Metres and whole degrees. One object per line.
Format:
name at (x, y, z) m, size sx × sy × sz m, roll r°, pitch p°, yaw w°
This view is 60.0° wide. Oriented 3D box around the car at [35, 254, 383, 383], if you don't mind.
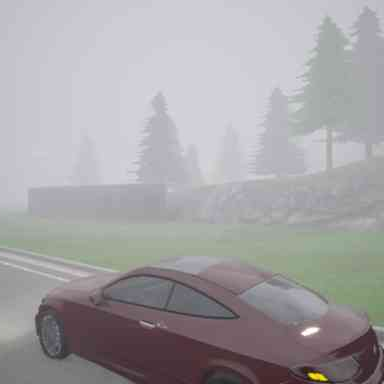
car at (-0.162, 1.574, 4.347) m, size 4.674 × 1.442 × 1.812 m, roll -1°, pitch -1°, yaw 37°
